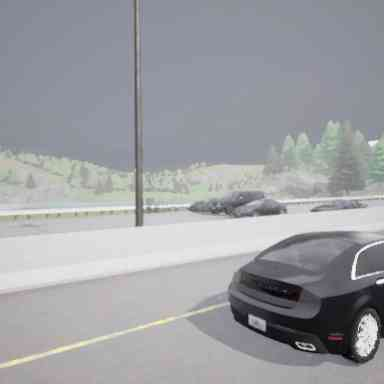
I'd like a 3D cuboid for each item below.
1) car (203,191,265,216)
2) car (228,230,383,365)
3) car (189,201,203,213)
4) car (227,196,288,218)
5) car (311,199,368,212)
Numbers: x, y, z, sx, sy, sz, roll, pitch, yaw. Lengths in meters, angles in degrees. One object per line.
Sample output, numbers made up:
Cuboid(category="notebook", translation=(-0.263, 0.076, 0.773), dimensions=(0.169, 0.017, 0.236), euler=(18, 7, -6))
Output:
Cuboid(category="car", translation=(4.014, 0.942, 28.276), dimensions=(5.566, 2.045, 2.150), euler=(-1, 0, -35))
Cuboid(category="car", translation=(2.824, 1.427, 5.755), dimensions=(4.892, 1.490, 1.837), euler=(-1, 1, -35))
Cuboid(category="car", translation=(1.772, 1.284, 30.979), dimensions=(4.181, 1.385, 1.994), euler=(-1, 1, -35))
Cuboid(category="car", translation=(5.188, 1.261, 24.823), dimensions=(4.674, 1.442, 1.812), euler=(-1, 0, -35))
Cuboid(category="car", translation=(11.054, 1.221, 24.654), dimensions=(5.357, 1.411, 2.033), euler=(-1, 1, -35))
